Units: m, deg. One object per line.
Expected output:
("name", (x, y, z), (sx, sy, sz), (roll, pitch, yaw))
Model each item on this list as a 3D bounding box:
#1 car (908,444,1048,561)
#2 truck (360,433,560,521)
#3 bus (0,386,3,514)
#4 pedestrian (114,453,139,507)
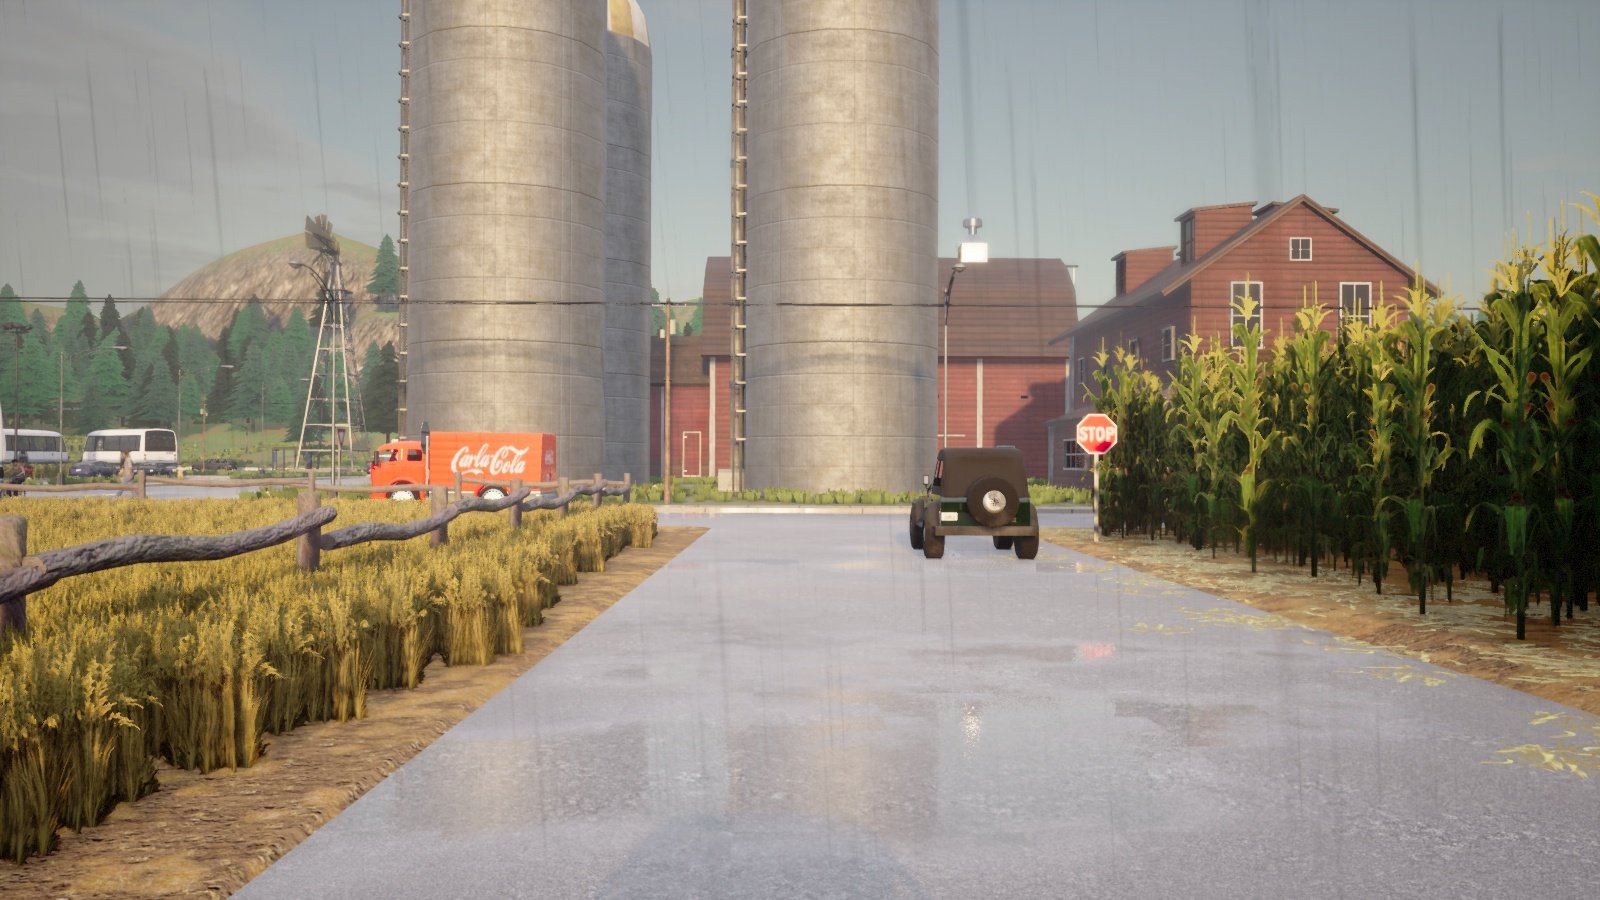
("car", (3.037, 0.871, 22.190), (1.905, 1.878, 3.866), (0, -1, 0))
("truck", (-9.944, 0.779, 37.099), (5.204, 2.467, 2.627), (0, -1, 1))
("bus", (-30.943, -0.014, 38.533), (3.944, 4.253, 10.273), (-1, -1, 31))
("pedestrian", (-23.011, 1.027, 42.924), (0.706, 1.836, 0.354), (0, -1, -23))
